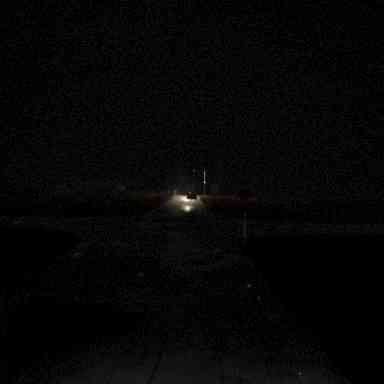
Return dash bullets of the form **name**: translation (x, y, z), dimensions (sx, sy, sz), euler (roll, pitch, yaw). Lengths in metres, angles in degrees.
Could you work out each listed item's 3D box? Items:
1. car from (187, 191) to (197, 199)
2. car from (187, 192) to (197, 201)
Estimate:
- **car**: translation (0.018, 0.677, 78.307), dimensions (2.128, 1.511, 4.902), euler (0, 1, 0)
- **car**: translation (0.015, 0.803, 68.242), dimensions (2.097, 1.767, 4.553), euler (0, 1, 0)
